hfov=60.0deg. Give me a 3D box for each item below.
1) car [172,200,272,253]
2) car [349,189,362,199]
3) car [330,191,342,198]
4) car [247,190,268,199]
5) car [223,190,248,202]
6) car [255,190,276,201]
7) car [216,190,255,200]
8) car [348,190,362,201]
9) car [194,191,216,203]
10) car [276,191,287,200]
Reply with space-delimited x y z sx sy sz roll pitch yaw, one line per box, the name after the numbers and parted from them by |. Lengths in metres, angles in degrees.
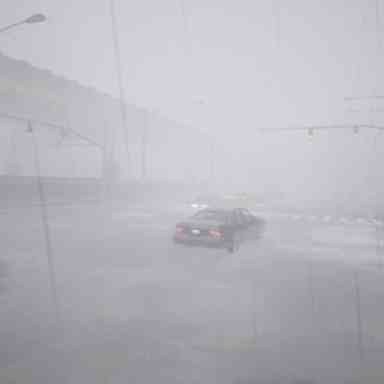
1.267 1.241 12.483 2.033 1.411 5.357 2 2 27 | car
31.668 0.425 64.386 2.097 1.767 4.553 2 2 27 | car
28.556 0.478 65.997 1.812 1.442 4.674 2 2 27 | car
10.745 0.384 54.240 2.033 1.411 5.357 2 2 27 | car
5.912 0.490 44.877 1.812 1.442 4.674 2 2 28 | car
9.100 0.555 43.433 1.882 1.535 5.008 2 2 28 | car
4.680 0.671 34.939 1.882 1.535 5.008 2 2 27 | car
26.996 0.700 55.274 1.837 1.490 4.892 2 2 27 | car
1.902 0.634 37.159 1.994 1.385 4.181 2 2 27 | car
13.556 0.524 52.056 1.994 1.385 4.181 2 2 27 | car
